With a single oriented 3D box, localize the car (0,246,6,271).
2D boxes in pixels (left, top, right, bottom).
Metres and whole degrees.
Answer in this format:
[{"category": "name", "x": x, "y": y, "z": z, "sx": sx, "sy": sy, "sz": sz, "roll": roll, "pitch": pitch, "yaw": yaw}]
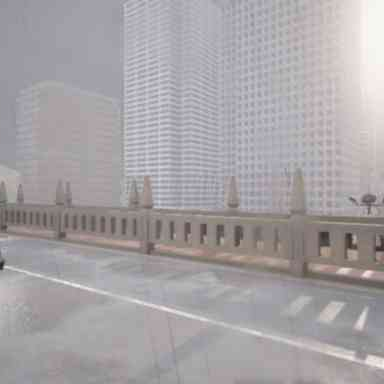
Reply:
[{"category": "car", "x": -7.186, "y": 1.548, "z": 9.102, "sx": 5.357, "sy": 1.411, "sz": 2.033, "roll": 0, "pitch": 0, "yaw": 35}]
